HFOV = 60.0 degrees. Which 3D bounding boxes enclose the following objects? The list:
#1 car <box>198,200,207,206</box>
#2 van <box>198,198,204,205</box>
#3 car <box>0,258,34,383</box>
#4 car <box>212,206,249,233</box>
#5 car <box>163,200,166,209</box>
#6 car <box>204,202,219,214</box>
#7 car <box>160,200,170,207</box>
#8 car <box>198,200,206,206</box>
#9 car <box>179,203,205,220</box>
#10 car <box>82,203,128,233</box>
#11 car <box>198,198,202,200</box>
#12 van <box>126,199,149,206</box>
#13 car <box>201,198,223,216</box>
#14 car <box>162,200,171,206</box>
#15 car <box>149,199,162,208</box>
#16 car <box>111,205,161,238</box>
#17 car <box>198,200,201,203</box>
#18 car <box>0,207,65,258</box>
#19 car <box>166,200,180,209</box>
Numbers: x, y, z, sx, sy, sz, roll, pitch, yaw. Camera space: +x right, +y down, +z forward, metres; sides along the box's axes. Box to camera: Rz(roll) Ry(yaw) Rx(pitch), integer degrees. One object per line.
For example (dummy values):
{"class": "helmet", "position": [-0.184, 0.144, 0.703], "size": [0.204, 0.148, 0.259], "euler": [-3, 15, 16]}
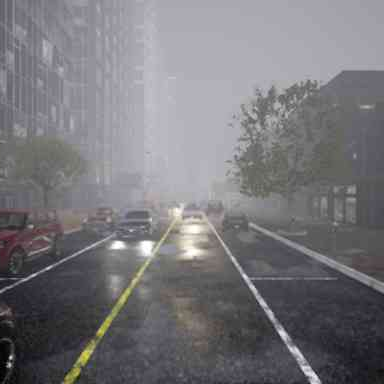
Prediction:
{"class": "car", "position": [2.522, 2.605, 77.963], "size": [1.947, 1.339, 4.313], "euler": [-1, -1, 0]}
{"class": "van", "position": [2.484, 2.602, 94.568], "size": [1.690, 1.788, 3.998], "euler": [-1, -1, 0]}
{"class": "car", "position": [-3.099, 1.600, 2.403], "size": [1.994, 1.385, 4.181], "euler": [0, -1, 0]}
{"class": "car", "position": [2.649, 1.844, 21.888], "size": [2.008, 1.369, 4.403], "euler": [-1, -1, 0]}
{"class": "car", "position": [-5.824, 2.369, 61.355], "size": [1.887, 1.381, 4.507], "euler": [-1, -1, 0]}
{"class": "car", "position": [2.590, 2.125, 44.930], "size": [1.752, 1.417, 4.829], "euler": [-1, -1, 0]}
{"class": "car", "position": [-5.847, 2.495, 72.254], "size": [1.752, 1.417, 4.829], "euler": [-1, -1, 0]}
{"class": "car", "position": [2.511, 2.695, 83.497], "size": [1.802, 1.307, 4.206], "euler": [-1, -1, 0]}
{"class": "car", "position": [0.016, 2.040, 32.688], "size": [1.895, 1.301, 4.718], "euler": [0, -1, 0]}
{"class": "car", "position": [-5.756, 1.739, 21.889], "size": [1.967, 1.590, 4.097], "euler": [-1, -1, 0]}
{"class": "car", "position": [2.541, 2.207, 66.899], "size": [2.192, 1.841, 5.009], "euler": [-1, -1, 0]}
{"class": "van", "position": [-5.770, 1.797, 33.686], "size": [1.690, 1.788, 3.998], "euler": [-1, -1, 0]}
{"class": "car", "position": [2.598, 1.839, 39.228], "size": [2.192, 1.841, 5.009], "euler": [-1, -1, 0]}
{"class": "car", "position": [-5.859, 2.568, 77.788], "size": [1.752, 1.417, 4.829], "euler": [-1, -1, 0]}
{"class": "car", "position": [-5.793, 1.918, 44.755], "size": [2.192, 1.841, 5.009], "euler": [-1, -1, 0]}
{"class": "car", "position": [-3.137, 1.770, 19.560], "size": [1.837, 1.490, 4.892], "euler": [0, -1, 0]}
{"class": "car", "position": [-0.033, 2.105, 43.261], "size": [1.812, 1.442, 4.674], "euler": [0, -1, 0]}
{"class": "car", "position": [-5.825, 1.466, 10.822], "size": [2.192, 1.841, 5.009], "euler": [-1, -1, 0]}
{"class": "car", "position": [-3.161, 2.317, 59.064], "size": [1.812, 1.442, 4.674], "euler": [0, -1, 1]}
